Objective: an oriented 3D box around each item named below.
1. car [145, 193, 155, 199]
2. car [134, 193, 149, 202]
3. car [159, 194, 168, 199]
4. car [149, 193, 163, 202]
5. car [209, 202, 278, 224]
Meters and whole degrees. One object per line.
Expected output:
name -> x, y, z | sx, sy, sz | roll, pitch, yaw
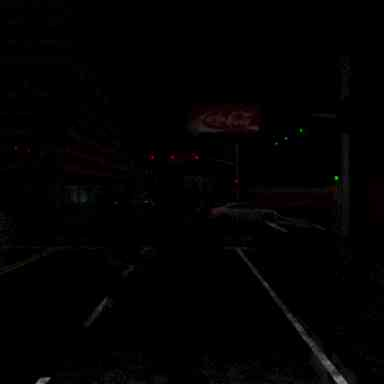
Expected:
car -> -10.520, 0.985, 83.301 | 1.882, 1.535, 5.008 | 0, 0, 0
car -> -10.517, 1.159, 67.308 | 1.812, 1.442, 4.674 | 0, 1, 0
car -> -7.020, 1.103, 83.273 | 1.895, 1.301, 4.718 | 0, 0, 0
car -> -7.017, 1.231, 67.279 | 1.895, 1.301, 4.718 | 0, 0, 0
car -> 3.497, 1.415, 22.918 | 4.674, 1.442, 1.812 | 0, 0, 0
